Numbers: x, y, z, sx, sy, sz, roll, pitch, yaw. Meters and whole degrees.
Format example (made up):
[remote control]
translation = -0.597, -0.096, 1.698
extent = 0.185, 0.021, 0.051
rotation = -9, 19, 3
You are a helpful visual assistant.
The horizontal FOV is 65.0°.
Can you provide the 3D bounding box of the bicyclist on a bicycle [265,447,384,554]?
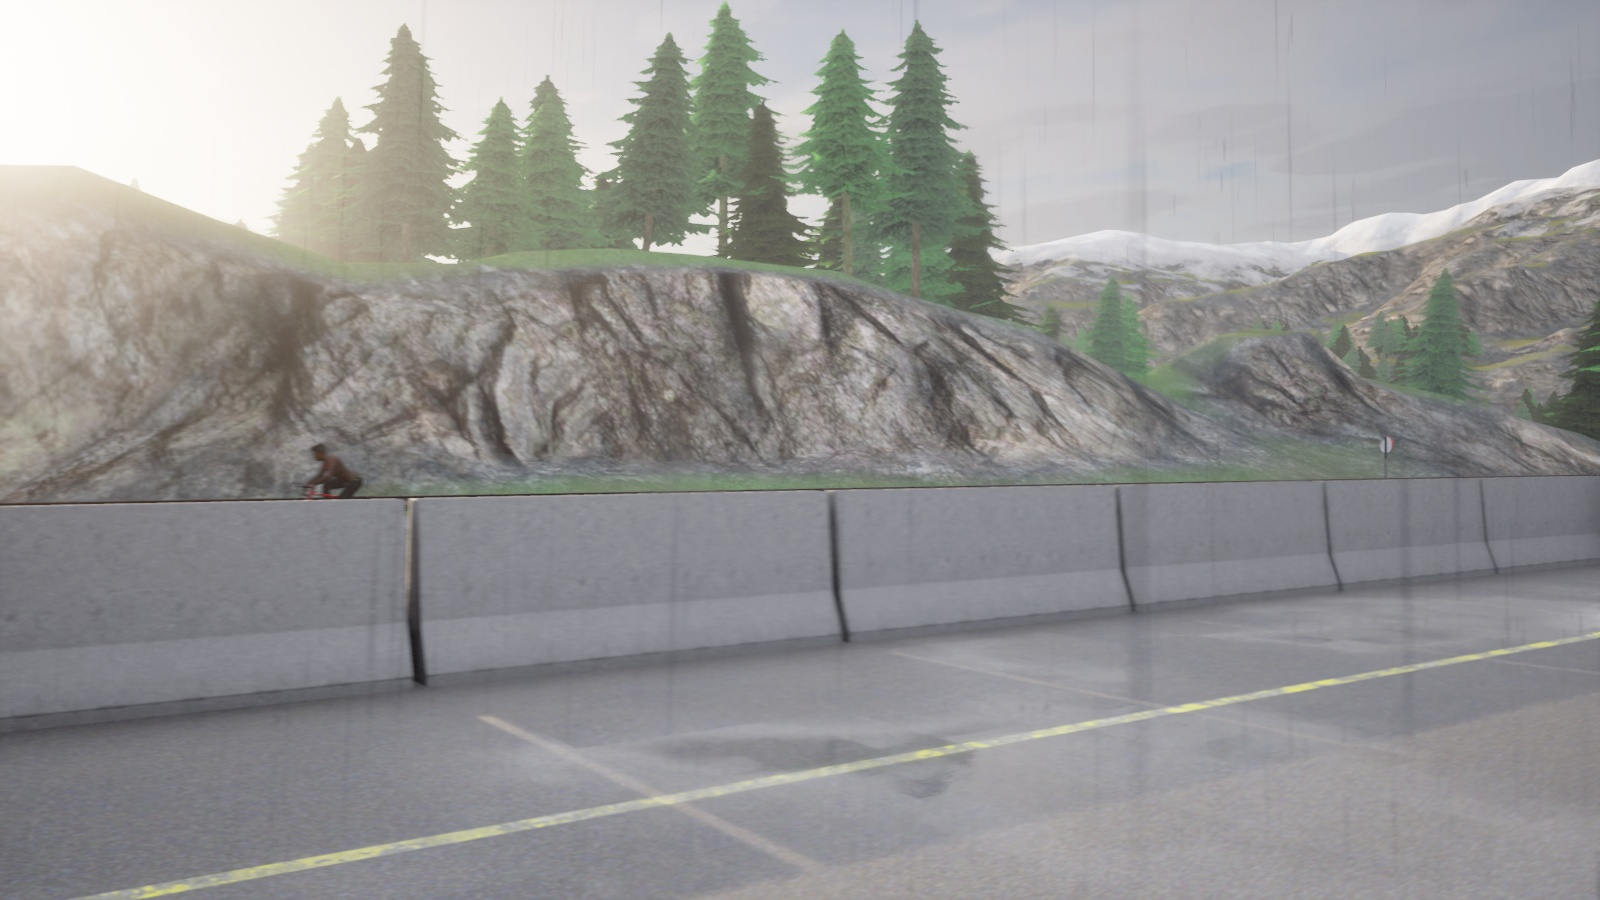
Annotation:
[bicyclist on a bicycle]
translation = -7.479, 0.762, 19.775
extent = 1.656, 1.620, 0.582
rotation = 0, 0, -35
